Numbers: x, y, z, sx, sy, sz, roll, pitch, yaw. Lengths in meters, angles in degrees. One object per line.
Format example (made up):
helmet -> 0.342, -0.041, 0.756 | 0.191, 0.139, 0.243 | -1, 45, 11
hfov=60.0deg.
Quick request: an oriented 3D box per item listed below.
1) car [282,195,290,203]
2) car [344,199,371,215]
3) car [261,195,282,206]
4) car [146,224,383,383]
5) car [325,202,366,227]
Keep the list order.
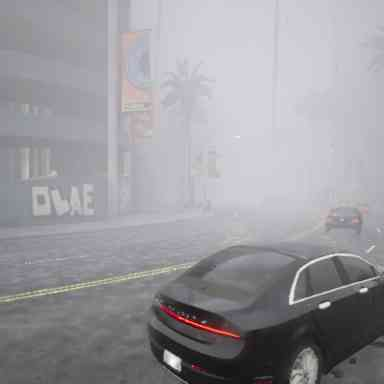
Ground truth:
car -> 18.161, 1.437, 67.071 | 2.231, 1.521, 4.892 | 0, 0, -4
car -> 16.600, 1.460, 34.127 | 1.882, 1.535, 5.008 | 0, 0, 7
car -> 12.615, 1.467, 54.243 | 1.837, 1.490, 4.892 | 0, 0, -4
car -> 1.653, 1.501, 5.011 | 4.892, 1.490, 1.837 | 0, 0, -40
car -> 9.048, 1.537, 19.745 | 2.033, 1.411, 5.357 | 0, 0, 27
